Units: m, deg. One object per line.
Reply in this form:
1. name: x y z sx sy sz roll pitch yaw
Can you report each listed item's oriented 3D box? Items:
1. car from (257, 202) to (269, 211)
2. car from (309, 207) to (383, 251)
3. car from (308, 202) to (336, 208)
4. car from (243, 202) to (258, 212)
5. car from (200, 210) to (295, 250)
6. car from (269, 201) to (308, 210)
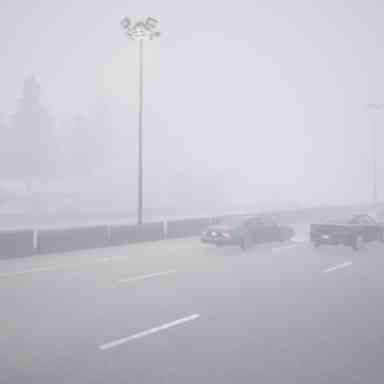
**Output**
1. car: 11.940 2.173 48.103 4.181 1.385 1.994 -1 -1 -42
2. car: 7.299 1.672 15.298 5.008 1.535 1.882 0 -1 -42
3. car: 16.819 2.006 43.079 4.718 1.301 1.895 -1 -1 -42
4. car: 9.605 2.272 50.713 4.181 1.385 1.994 -1 -1 -42
5. car: 2.803 1.846 15.928 5.357 1.411 2.033 0 -2 -42
6. car: 12.898 2.023 44.274 4.902 1.511 2.128 -1 -1 -42
